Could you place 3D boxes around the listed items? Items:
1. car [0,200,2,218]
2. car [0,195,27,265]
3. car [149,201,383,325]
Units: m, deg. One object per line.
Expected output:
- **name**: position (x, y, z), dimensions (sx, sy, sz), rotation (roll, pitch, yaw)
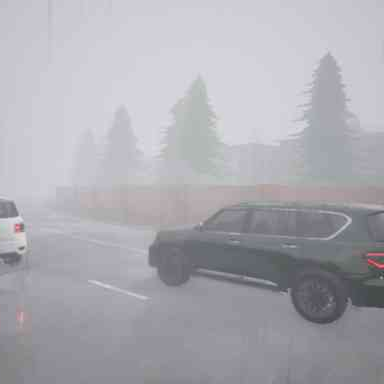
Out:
- **car**: position (-16.215, 1.270, 26.020), dimensions (1.895, 1.301, 4.718), rotation (0, 0, -35)
- **car**: position (-7.005, 1.086, 10.124), dimensions (5.566, 2.045, 2.150), rotation (1, 1, 43)
- **car**: position (1.542, 1.203, 7.379), dimensions (5.566, 2.045, 2.150), rotation (1, 1, 38)
